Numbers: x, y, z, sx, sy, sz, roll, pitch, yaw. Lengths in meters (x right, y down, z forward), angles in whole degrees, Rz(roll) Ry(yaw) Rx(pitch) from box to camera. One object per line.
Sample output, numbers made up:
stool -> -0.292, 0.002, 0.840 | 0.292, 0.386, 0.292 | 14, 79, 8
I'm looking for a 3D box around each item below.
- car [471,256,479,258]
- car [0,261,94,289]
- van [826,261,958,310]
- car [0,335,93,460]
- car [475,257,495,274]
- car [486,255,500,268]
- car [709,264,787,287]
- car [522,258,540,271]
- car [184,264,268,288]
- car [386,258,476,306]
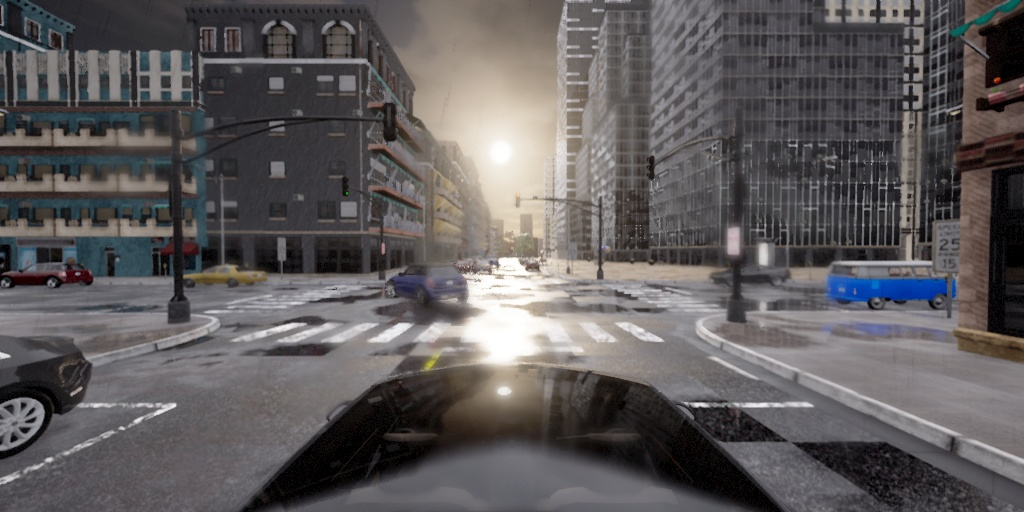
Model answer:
car -> -5.747, 1.072, 45.983 | 1.967, 1.591, 4.097 | 0, 0, 0
car -> -28.806, 1.137, 22.203 | 4.097, 1.591, 1.967 | 0, 0, 0
van -> 14.674, 1.086, 13.950 | 3.998, 1.789, 1.690 | 0, 0, 0
car -> -5.691, 1.299, 2.268 | 2.007, 1.370, 4.403 | 0, 0, 0
car -> -3.143, 1.175, 39.375 | 1.812, 1.442, 4.674 | 0, 0, 0
car -> -3.140, 0.831, 56.833 | 2.150, 2.045, 5.566 | 0, 0, 0
car -> 14.650, 1.164, 22.330 | 4.313, 1.339, 1.948 | 0, 0, 0
car -> 2.600, 1.177, 46.051 | 1.888, 1.381, 4.507 | 0, 0, 0
car -> -17.908, 1.194, 22.235 | 4.829, 1.417, 1.751 | 0, 0, 0
car -> -3.920, 1.097, 16.179 | 2.097, 1.767, 4.553 | -1, 2, -40
